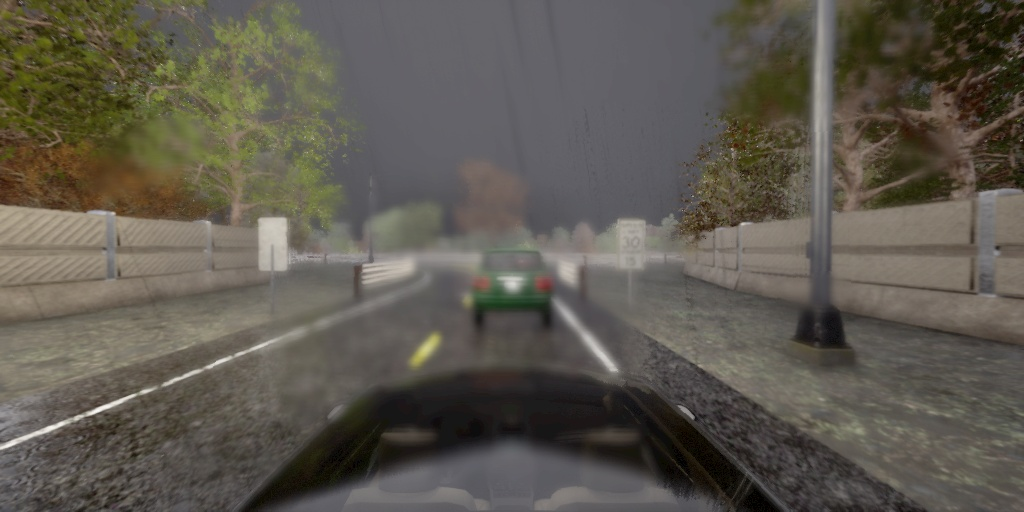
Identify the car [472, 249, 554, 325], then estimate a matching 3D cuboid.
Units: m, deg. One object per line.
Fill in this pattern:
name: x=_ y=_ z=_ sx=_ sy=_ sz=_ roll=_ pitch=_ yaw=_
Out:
car: x=0.044 y=0.818 z=11.340 sx=2.150 sy=2.045 sz=5.566 roll=0 pitch=0 yaw=0
